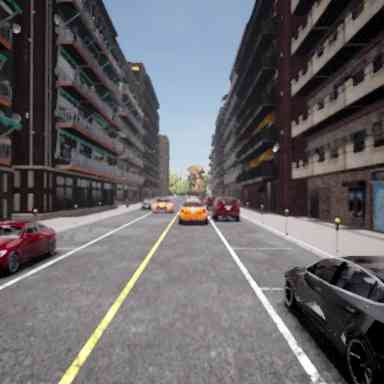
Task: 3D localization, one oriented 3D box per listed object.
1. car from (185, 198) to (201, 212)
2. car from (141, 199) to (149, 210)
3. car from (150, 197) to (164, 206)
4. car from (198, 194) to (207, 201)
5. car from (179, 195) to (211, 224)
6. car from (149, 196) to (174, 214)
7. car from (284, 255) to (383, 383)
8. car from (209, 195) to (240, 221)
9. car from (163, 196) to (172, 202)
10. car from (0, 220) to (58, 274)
[{"bbox_3d":[0.105,1.506,39.859,1.882,1.535,5.008,0,0,0],"label":"car"},{"bbox_3d":[-5.669,1.583,43.918,2.008,1.369,4.403,1,0,0],"label":"car"},{"bbox_3d":[-5.666,1.567,54.885,1.752,1.417,4.829,1,0,0],"label":"car"},{"bbox_3d":[2.726,1.390,88.427,2.192,1.841,5.009,1,0,0],"label":"car"},{"bbox_3d":[0.102,1.369,25.151,2.097,1.767,4.553,0,0,0],"label":"car"},{"bbox_3d":[-3.077,1.377,36.045,2.097,1.767,4.553,0,0,0],"label":"car"},{"bbox_3d":[2.702,1.569,4.907,1.947,1.339,4.313,1,0,0],"label":"car"},{"bbox_3d":[2.710,1.333,27.180,2.192,1.841,5.009,1,0,0],"label":"car"},{"bbox_3d":[-5.661,1.589,77.155,1.752,1.417,4.829,1,0,0],"label":"car"},{"bbox_3d":[-5.678,1.589,10.511,1.802,1.307,4.206,1,0,0],"label":"car"}]
